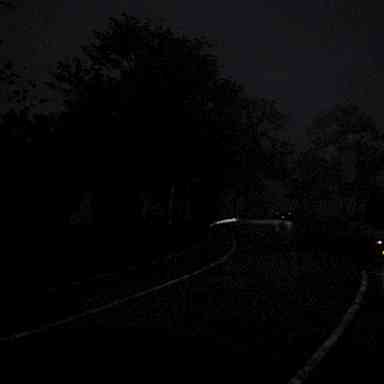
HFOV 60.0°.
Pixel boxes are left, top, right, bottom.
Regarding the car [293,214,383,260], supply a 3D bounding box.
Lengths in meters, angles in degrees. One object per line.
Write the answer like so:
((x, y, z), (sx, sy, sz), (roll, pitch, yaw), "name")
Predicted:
((6.537, 1.832, 13.744), (1.994, 1.385, 4.181), (2, -1, -25), "car")

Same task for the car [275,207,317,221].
((10.659, 2.229, 34.005), (4.718, 1.301, 1.895), (2, -1, -38), "car")
